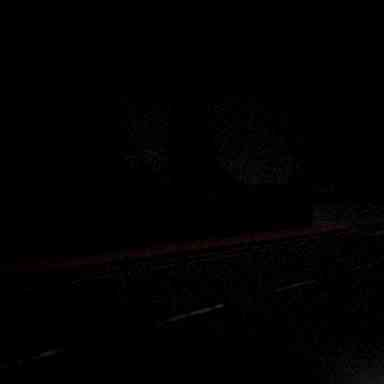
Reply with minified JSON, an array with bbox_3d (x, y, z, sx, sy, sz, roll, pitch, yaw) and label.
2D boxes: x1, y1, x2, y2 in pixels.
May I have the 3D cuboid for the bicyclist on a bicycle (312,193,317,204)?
[{"bbox_3d":[15.611,0.804,43.277,1.656,1.620,0.582,-1,1,-25],"label":"bicyclist on a bicycle"}]
